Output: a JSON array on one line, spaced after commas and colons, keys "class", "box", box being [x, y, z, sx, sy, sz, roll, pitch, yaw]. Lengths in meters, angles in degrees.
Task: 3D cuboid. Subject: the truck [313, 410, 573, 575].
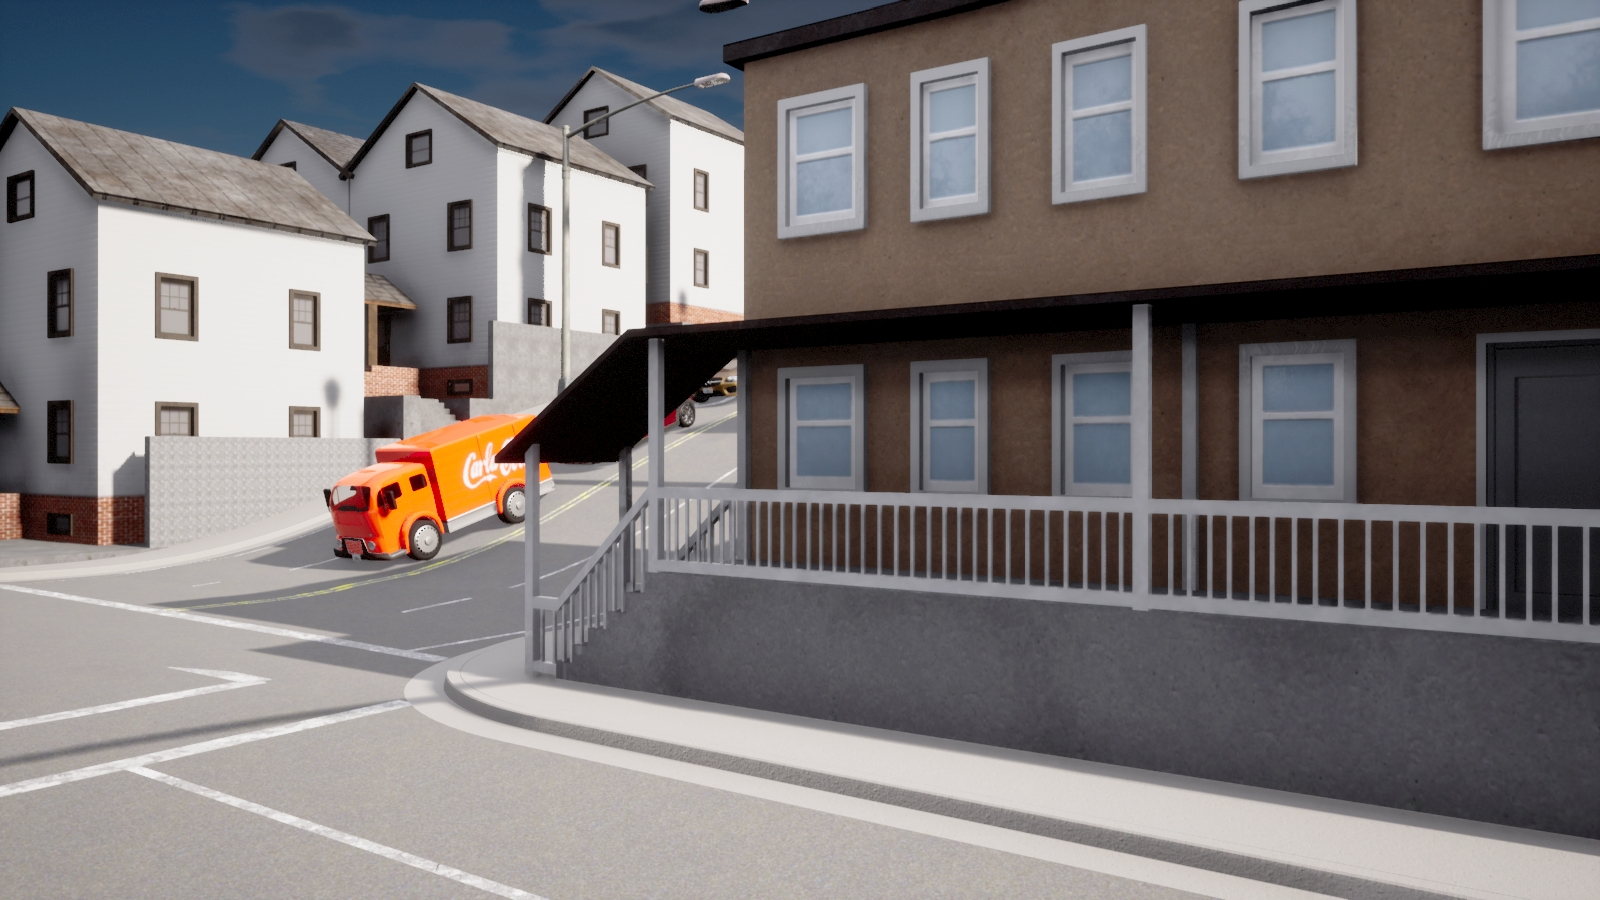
[{"class": "truck", "box": [-8.532, 0.881, 27.907, 2.627, 2.467, 5.204, 0, 16, 34]}]

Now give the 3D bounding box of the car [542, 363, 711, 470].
[{"class": "car", "box": [-4.941, -1.040, 33.205, 2.097, 1.767, 4.553, 0, 19, 34]}]
